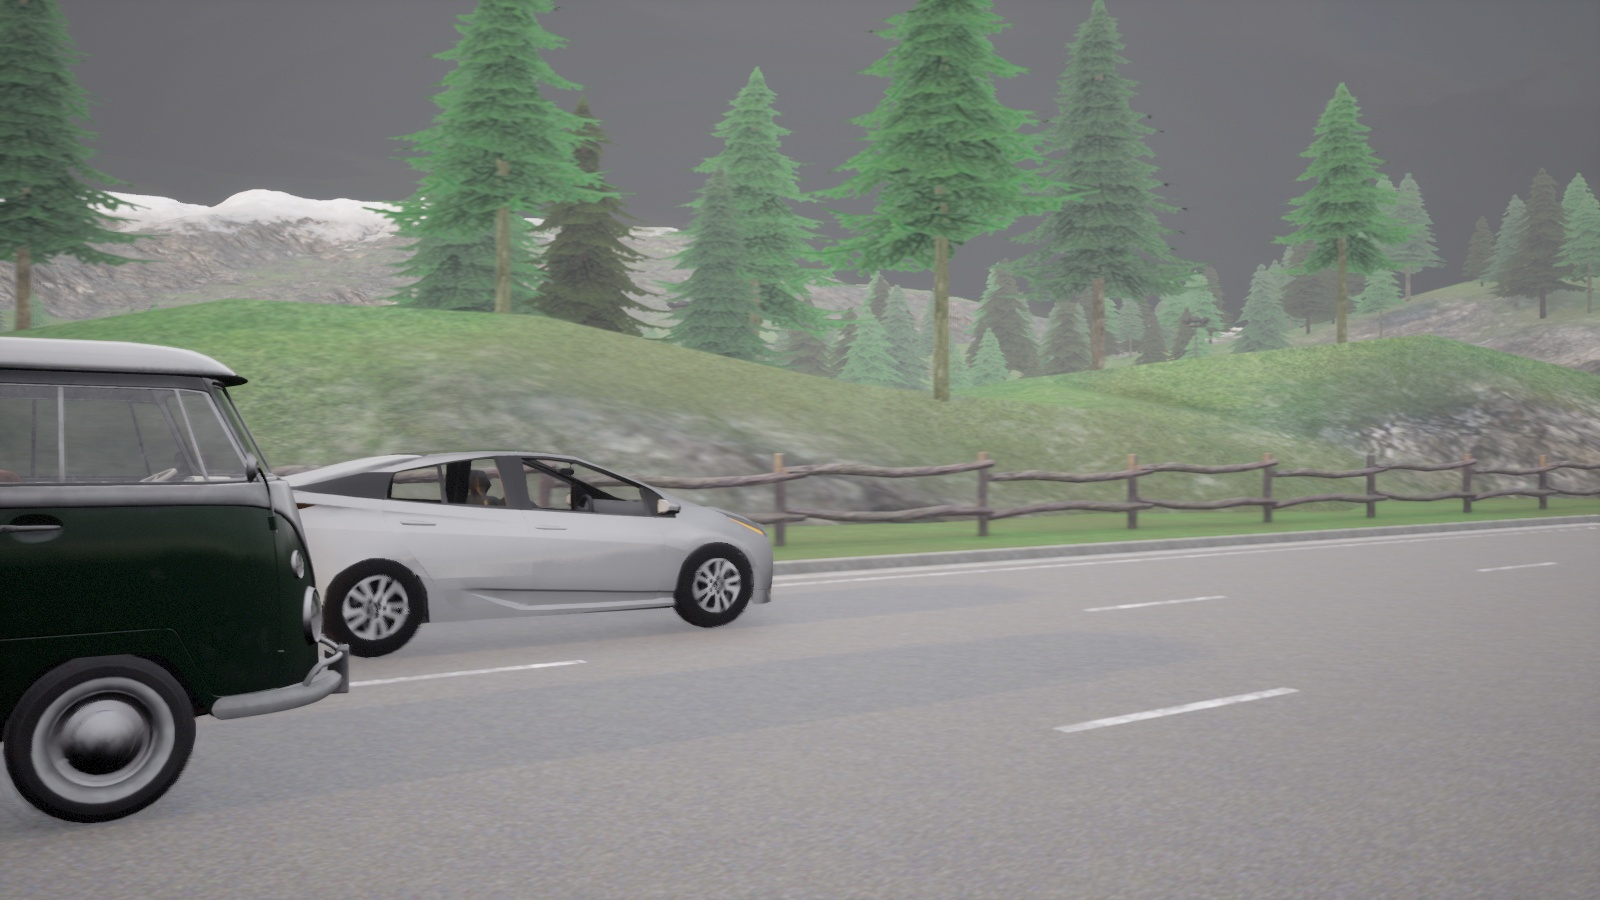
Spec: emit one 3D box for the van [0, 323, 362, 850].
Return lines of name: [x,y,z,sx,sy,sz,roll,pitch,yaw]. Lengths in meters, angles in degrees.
van: [-4.252,0.519,4.964,4.442,1.987,1.775,0,0,-35]

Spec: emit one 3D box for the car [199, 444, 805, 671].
car: [-2.387,0.723,10.526,4.514,1.525,2.007,0,0,-35]
